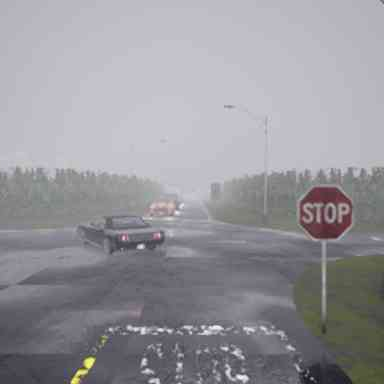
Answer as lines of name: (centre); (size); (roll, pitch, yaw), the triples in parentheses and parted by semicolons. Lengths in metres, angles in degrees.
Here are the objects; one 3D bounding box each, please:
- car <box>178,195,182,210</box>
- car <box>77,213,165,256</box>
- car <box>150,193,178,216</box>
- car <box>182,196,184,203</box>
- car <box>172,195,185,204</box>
car: (-2.657, 1.105, 41.000); (2.150, 2.045, 5.566); (0, 0, 0)
car: (-3.026, 1.565, 13.198); (1.895, 1.301, 4.718); (0, 0, -35)
car: (-2.706, 1.265, 31.306); (2.097, 1.767, 4.553); (0, 0, 0)
car: (-2.602, 1.376, 51.069); (1.812, 1.442, 4.674); (0, 0, 1)
car: (-2.482, 1.304, 61.511); (2.128, 1.511, 4.902); (0, 0, 1)
